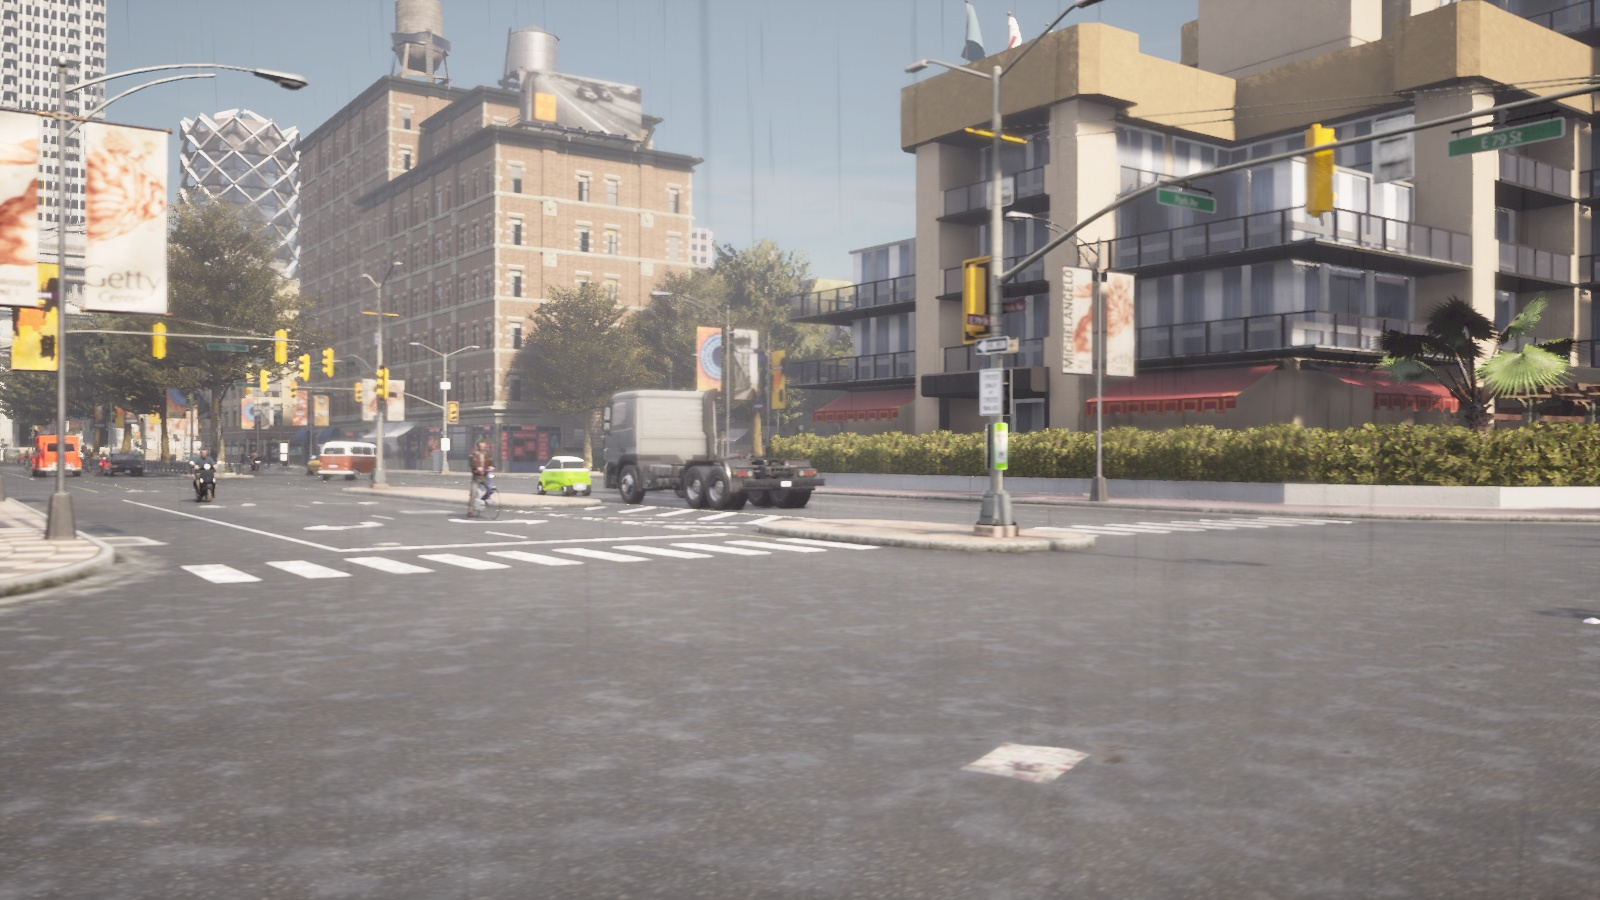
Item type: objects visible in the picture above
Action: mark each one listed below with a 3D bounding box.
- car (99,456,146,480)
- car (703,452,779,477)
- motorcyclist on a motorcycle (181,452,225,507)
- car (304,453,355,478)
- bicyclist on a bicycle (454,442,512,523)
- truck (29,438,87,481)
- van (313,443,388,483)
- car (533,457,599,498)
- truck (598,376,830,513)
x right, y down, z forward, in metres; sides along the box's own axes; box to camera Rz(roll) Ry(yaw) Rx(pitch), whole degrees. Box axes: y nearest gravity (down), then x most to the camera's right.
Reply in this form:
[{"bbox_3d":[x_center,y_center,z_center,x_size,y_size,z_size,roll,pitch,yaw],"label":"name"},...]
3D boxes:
[{"bbox_3d":[-42.444,1.111,78.630,2.033,1.411,5.357,0,0,-34],"label":"car"},{"bbox_3d":[-3.792,0.926,80.777,4.514,1.525,2.007,0,0,-36],"label":"car"},{"bbox_3d":[-17.636,0.843,37.079,0.866,1.590,1.817,0,0,-36],"label":"motorcyclist on a motorcycle"},{"bbox_3d":[-30.641,0.983,81.697,1.801,1.575,5.366,0,0,-35],"label":"car"},{"bbox_3d":[-7.168,0.711,28.328,0.659,1.776,1.843,0,0,-35],"label":"bicyclist on a bicycle"},{"bbox_3d":[-44.822,0.575,75.804,2.627,2.467,5.204,0,0,-34],"label":"truck"},{"bbox_3d":[-23.933,0.708,67.031,2.069,2.038,4.480,0,-1,5],"label":"van"},{"bbox_3d":[-8.155,0.940,43.632,1.481,1.376,2.207,0,0,-35],"label":"car"},{"bbox_3d":[-2.684,-0.131,35.857,2.891,3.462,7.936,0,0,-35],"label":"truck"}]
